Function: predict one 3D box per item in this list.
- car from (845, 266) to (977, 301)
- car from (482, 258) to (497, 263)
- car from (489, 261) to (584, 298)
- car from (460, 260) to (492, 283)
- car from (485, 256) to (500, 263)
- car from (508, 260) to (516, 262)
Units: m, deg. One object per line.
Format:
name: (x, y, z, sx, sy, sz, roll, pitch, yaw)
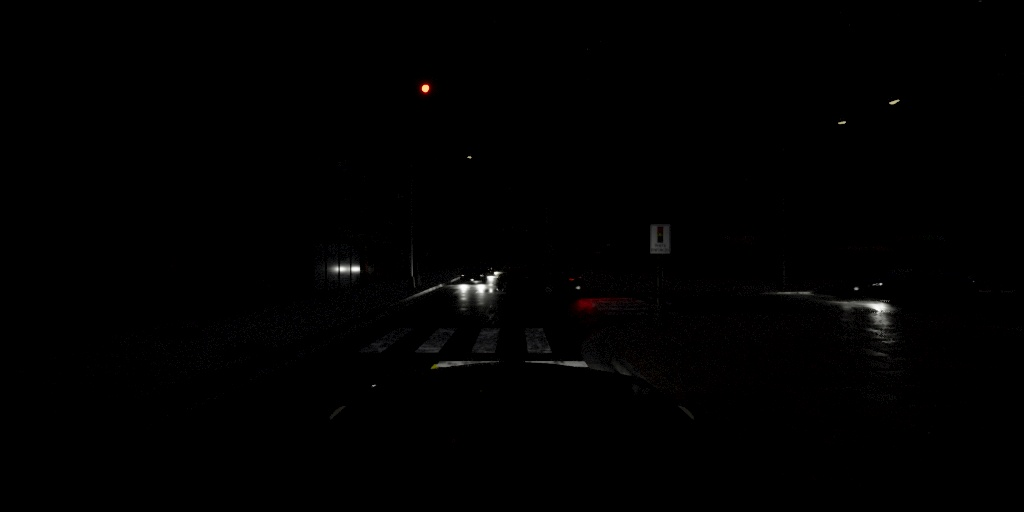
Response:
car: (17.658, 1.169, 15.954, 4.674, 1.442, 1.812, 0, 0, 0)
car: (-2.875, 1.268, 38.451, 1.837, 1.490, 4.892, 0, 0, 0)
car: (1.370, 1.249, 18.667, 4.892, 1.490, 1.837, 0, 3, 42)
car: (-2.883, 1.303, 28.043, 2.033, 1.411, 5.357, 0, 0, -1)
car: (-2.873, 0.996, 48.973, 2.150, 2.045, 5.566, 0, 0, 0)
car: (0.060, 1.335, 58.847, 2.033, 1.411, 5.357, 0, 0, -1)
